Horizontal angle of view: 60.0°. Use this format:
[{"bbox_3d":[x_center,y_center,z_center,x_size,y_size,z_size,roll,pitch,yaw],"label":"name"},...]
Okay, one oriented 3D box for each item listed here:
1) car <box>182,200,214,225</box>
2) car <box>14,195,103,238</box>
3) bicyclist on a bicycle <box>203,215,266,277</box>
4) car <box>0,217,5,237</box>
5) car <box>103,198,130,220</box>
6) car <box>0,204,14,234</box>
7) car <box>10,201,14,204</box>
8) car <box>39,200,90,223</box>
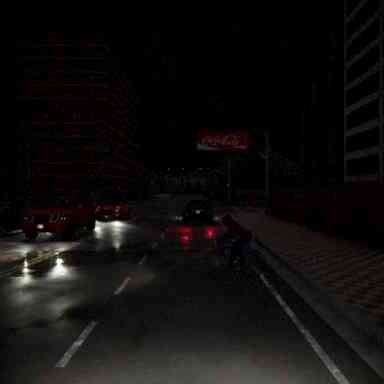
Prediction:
[{"bbox_3d":[0.427,1.350,24.010,2.097,1.767,4.553,0,0,1],"label":"car"},{"bbox_3d":[-6.841,1.220,17.899,2.150,2.045,5.566,0,0,1],"label":"car"},{"bbox_3d":[1.104,1.432,8.727,1.656,1.620,0.582,-2,0,1],"label":"bicyclist on a bicycle"},{"bbox_3d":[-6.991,1.563,8.382,1.994,1.385,4.181,0,0,1],"label":"car"},{"bbox_3d":[-6.616,1.350,28.069,2.097,1.767,4.553,0,0,1],"label":"car"},{"bbox_3d":[-10.338,1.563,17.735,1.994,1.385,4.181,0,0,1],"label":"car"},{"bbox_3d":[-23.441,1.522,47.268,4.674,1.442,1.812,0,0,1],"label":"car"},{"bbox_3d":[-10.133,1.489,26.889,2.128,1.511,4.902,0,0,1],"label":"car"}]
